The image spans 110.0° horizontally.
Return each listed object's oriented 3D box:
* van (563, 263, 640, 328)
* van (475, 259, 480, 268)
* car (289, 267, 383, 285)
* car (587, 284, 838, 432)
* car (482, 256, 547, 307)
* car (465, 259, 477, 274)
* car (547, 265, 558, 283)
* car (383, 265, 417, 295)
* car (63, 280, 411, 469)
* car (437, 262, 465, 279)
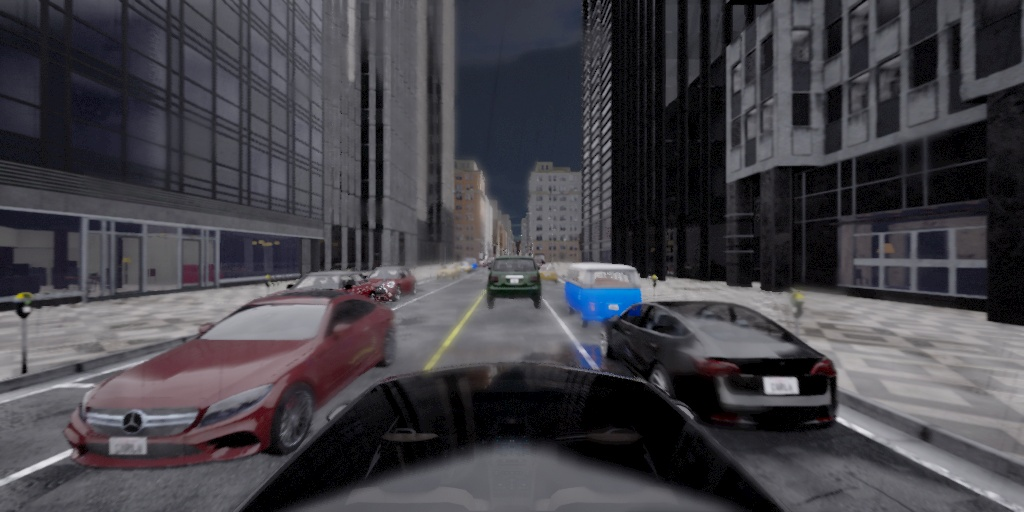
[{"bbox_3d":[2.663,1.117,11.267,1.690,1.789,3.998,0,0,0],"label":"van"},{"bbox_3d":[-5.880,1.275,50.758,1.690,1.789,3.998,0,0,0],"label":"van"},{"bbox_3d":[-5.863,1.215,11.279,1.967,1.591,4.097,0,0,0],"label":"car"},{"bbox_3d":[2.666,1.325,5.629,1.948,1.339,4.313,0,0,0],"label":"car"},{"bbox_3d":[0.093,1.013,15.731,2.150,2.045,5.566,0,0,0],"label":"car"},{"bbox_3d":[-5.878,1.438,44.945,1.751,1.417,4.829,0,0,0],"label":"car"},{"bbox_3d":[2.659,1.366,28.388,1.751,1.417,4.829,0,0,1],"label":"car"},{"bbox_3d":[-5.865,1.234,16.917,1.967,1.591,4.097,0,0,0],"label":"car"},{"bbox_3d":[-3.100,1.284,5.229,1.812,1.442,4.674,0,0,0],"label":"car"},{"bbox_3d":[-5.876,1.391,33.629,1.751,1.417,4.829,0,0,1],"label":"car"}]
